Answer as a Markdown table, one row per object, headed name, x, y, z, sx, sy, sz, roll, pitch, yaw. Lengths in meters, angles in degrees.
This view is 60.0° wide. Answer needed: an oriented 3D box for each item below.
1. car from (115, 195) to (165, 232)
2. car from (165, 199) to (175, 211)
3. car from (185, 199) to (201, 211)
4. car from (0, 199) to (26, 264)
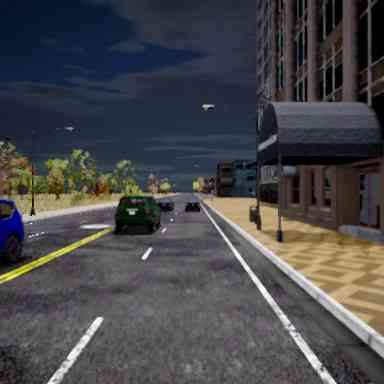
| name | x | y | z | sx | sy | sz | roll | pitch | yaw |
| --- | --- | --- | --- | --- | --- | --- | --- | --- | --- |
| car | -3.160 | 1.207 | 20.292 | 2.150 | 2.045 | 5.566 | 0 | 0 | 0 |
| car | -3.157 | 1.517 | 40.752 | 2.033 | 1.411 | 5.357 | 0 | 0 | 0 |
| car | 0.092 | 1.517 | 40.669 | 2.033 | 1.411 | 5.357 | 0 | 0 | 0 |
| car | -6.590 | 1.216 | 8.835 | 2.150 | 2.045 | 5.566 | 0 | 0 | 0 |
